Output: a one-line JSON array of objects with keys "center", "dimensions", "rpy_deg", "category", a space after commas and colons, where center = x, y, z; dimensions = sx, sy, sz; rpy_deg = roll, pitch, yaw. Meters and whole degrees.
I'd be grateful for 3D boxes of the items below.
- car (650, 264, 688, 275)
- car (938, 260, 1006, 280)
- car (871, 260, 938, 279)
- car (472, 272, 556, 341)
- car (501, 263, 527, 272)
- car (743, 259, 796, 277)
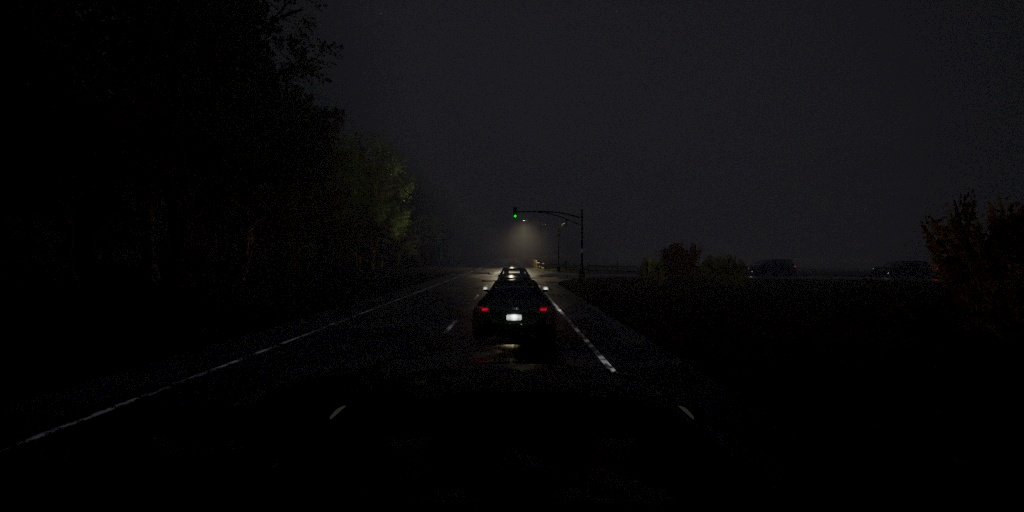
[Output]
[{"center": [18.039, 1.503, 41.812], "dimensions": [4.902, 1.511, 2.128], "rpy_deg": [1, -1, 1], "category": "car"}, {"center": [48.584, 1.505, 38.030], "dimensions": [5.566, 2.045, 2.150], "rpy_deg": [1, -1, 0], "category": "car"}, {"center": [45.172, 1.531, 41.629], "dimensions": [5.566, 2.045, 2.150], "rpy_deg": [1, -1, 0], "category": "car"}, {"center": [0.093, 1.317, 9.889], "dimensions": [1.994, 1.385, 4.181], "rpy_deg": [0, 0, 1], "category": "car"}, {"center": [0.118, 1.305, 19.436], "dimensions": [2.033, 1.411, 5.357], "rpy_deg": [0, 0, 0], "category": "car"}, {"center": [29.836, 1.359, 41.731], "dimensions": [5.566, 2.045, 2.150], "rpy_deg": [0, -1, 1], "category": "car"}]
